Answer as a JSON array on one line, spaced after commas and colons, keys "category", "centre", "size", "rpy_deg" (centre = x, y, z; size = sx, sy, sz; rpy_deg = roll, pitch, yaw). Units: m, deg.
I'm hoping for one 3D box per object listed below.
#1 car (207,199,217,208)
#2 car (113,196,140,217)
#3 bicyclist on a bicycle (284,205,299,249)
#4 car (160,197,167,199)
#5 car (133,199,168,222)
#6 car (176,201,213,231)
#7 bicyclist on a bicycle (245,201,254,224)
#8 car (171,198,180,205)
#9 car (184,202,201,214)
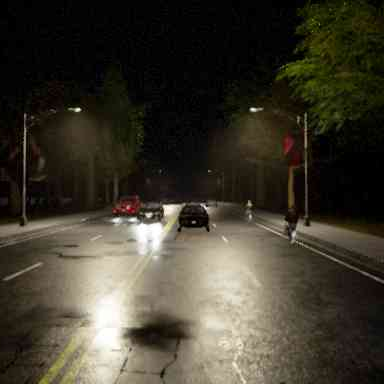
[{"category": "car", "centre": [3.339, 1.919, 57.695], "size": [1.812, 1.442, 4.674], "rpy_deg": [0, 0, 0]}, {"category": "car", "centre": [-6.603, 1.431, 34.798], "size": [2.150, 2.045, 5.566], "rpy_deg": [0, 0, 0]}, {"category": "bicyclist on a bicycle", "centre": [4.140, 1.443, 14.006], "size": [0.659, 1.776, 1.843], "rpy_deg": [0, 0, 0]}, {"category": "car", "centre": [-6.569, 1.922, 76.670], "size": [1.837, 1.490, 4.892], "rpy_deg": [0, -1, 0]}, {"category": "car", "centre": [-3.350, 1.654, 28.226], "size": [2.128, 1.511, 4.902], "rpy_deg": [0, 0, 0]}, {"category": "car", "centre": [0.096, 1.595, 21.465], "size": [1.882, 1.535, 5.008], "rpy_deg": [0, 0, 0]}, {"category": "bicyclist on a bicycle", "centre": [4.138, 1.505, 24.122], "size": [0.659, 1.776, 1.843], "rpy_deg": [0, 0, 0]}, {"category": "car", "centre": [-3.288, 2.037, 69.113], "size": [2.033, 1.411, 5.357], "rpy_deg": [0, -1, 0]}, {"category": "car", "centre": [0.092, 1.846, 39.584], "size": [1.895, 1.301, 4.718], "rpy_deg": [0, 0, 0]}]
